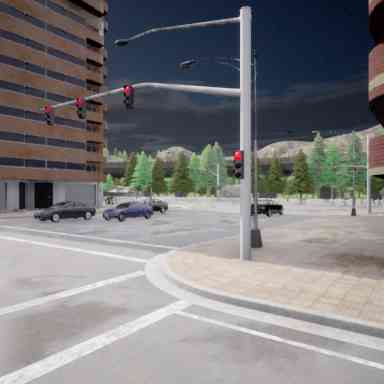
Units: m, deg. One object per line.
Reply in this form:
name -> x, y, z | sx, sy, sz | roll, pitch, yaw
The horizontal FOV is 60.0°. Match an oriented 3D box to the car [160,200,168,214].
car -> -4.456, 1.491, 33.882 | 2.128, 1.511, 4.902 | 0, 0, 36

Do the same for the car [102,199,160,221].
car -> -5.085, 1.526, 27.082 | 1.812, 1.442, 4.674 | 0, 0, 36

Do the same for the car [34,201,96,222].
car -> -9.945, 1.505, 26.345 | 1.837, 1.490, 4.892 | 0, 0, 36

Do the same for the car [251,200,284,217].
car -> 7.126, 1.478, 31.740 | 1.882, 1.535, 5.008 | 0, 0, 36
